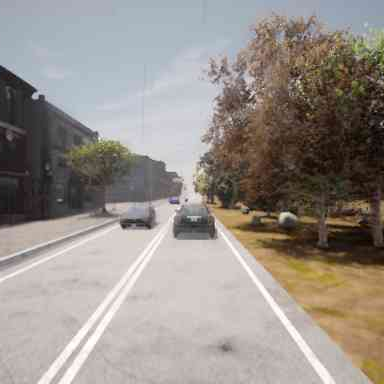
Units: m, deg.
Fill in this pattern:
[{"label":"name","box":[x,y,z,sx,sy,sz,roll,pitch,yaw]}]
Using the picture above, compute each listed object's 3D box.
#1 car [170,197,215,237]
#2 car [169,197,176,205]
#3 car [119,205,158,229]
[{"label":"car","box":[0.101,1.355,18.234,2.097,1.767,4.553,0,0,0]},{"label":"car","box":[-3.199,1.628,62.326,1.882,1.535,5.008,0,0,1]},{"label":"car","box":[-3.350,1.551,21.829,2.033,1.411,5.357,0,0,0]}]
